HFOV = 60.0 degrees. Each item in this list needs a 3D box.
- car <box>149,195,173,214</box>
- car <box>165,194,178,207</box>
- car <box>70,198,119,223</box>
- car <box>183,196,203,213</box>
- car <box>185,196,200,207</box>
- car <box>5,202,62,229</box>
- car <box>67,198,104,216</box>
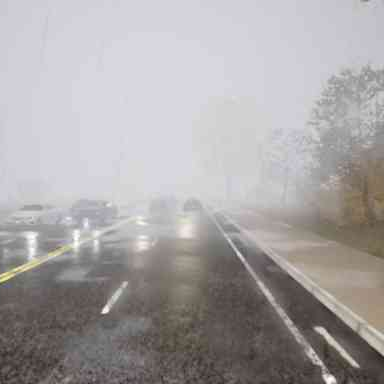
[{"bbox_3d":[-3.163,1.341,33.175,1.812,1.442,4.674,0,0,0],"label":"car"},{"bbox_3d":[-3.106,1.090,45.618,2.097,1.767,4.553,0,0,1],"label":"car"},{"bbox_3d":[-6.441,1.219,22.967,2.033,1.411,5.357,0,0,0],"label":"car"},{"bbox_3d":[0.094,1.375,33.907,1.994,1.385,4.181,0,0,1],"label":"car"},{"bbox_3d":[0.151,1.301,46.062,1.994,1.385,4.181,0,0,1],"label":"car"},{"bbox_3d":[-9.779,1.409,21.012,1.812,1.442,4.674,0,0,0],"label":"car"},{"bbox_3d":[-9.734,1.332,30.893,1.837,1.490,4.892,0,0,1],"label":"car"}]
